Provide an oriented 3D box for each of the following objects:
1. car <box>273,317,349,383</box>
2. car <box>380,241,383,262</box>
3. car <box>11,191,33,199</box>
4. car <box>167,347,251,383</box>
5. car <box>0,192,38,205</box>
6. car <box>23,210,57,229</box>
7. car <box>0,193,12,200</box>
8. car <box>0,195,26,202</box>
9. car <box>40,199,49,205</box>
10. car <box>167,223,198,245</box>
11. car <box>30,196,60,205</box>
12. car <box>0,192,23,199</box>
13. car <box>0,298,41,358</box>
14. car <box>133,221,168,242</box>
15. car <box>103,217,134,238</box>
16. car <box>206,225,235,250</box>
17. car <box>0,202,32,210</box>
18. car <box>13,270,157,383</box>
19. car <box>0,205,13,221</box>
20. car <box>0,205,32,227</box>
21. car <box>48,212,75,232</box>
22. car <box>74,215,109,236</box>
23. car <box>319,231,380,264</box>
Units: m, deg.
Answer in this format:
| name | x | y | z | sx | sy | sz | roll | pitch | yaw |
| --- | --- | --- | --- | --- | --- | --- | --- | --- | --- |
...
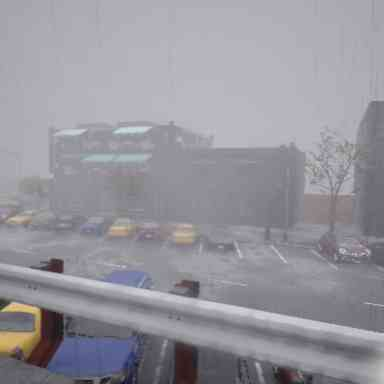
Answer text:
| name | x | y | z | sx | sy | sz | roll | pitch | yaw |
| --- | --- | --- | --- | --- | --- | --- | --- | --- | --- |
| car | 3.226 | 4.300 | 7.402 | 2.185 | 1.767 | 4.553 | 1 | 4 | 3 |
| car | 13.095 | 3.903 | 21.583 | 2.231 | 1.521 | 4.892 | 1 | 2 | 3 |
| car | -42.722 | 0.815 | 83.589 | 4.553 | 1.767 | 2.185 | 1 | 1 | 2 |
| car | 0.442 | 4.335 | 8.593 | 2.163 | 1.488 | 4.792 | 1 | 4 | 3 |
| car | -32.030 | 1.527 | 61.868 | 5.566 | 2.045 | 2.435 | 3 | 1 | 2 |
| car | -14.131 | 2.729 | 33.140 | 2.231 | 1.521 | 4.892 | 2 | 2 | 3 |
| car | -45.140 | 1.030 | 77.709 | 4.792 | 1.488 | 2.163 | 1 | 1 | 2 |
| car | -33.038 | 1.796 | 59.068 | 5.366 | 1.575 | 1.946 | 3 | 1 | 2 |
| car | -30.918 | 1.797 | 64.658 | 4.674 | 1.452 | 2.002 | 3 | 2 | 2 |
| car | -0.518 | 3.305 | 27.544 | 1.946 | 1.575 | 5.366 | 1 | 2 | 3 |
| car | -29.757 | 1.731 | 67.451 | 5.008 | 1.535 | 2.097 | 3 | 2 | 2 |
| car | -43.911 | 0.842 | 80.845 | 4.553 | 1.767 | 2.185 | 1 | 1 | 2 |
| car | -5.114 | 4.053 | 11.105 | 1.946 | 1.575 | 5.366 | 1 | 4 | 3 |
| car | -3.237 | 3.198 | 28.514 | 2.097 | 1.535 | 5.008 | 1 | 2 | 3 |
| car | -5.960 | 3.070 | 29.855 | 1.946 | 1.575 | 5.366 | 1 | 2 | 3 |
| car | 2.208 | 3.464 | 26.179 | 2.163 | 1.488 | 4.792 | 2 | 2 | 3 |
| car | -19.562 | 2.367 | 35.473 | 2.185 | 1.767 | 4.553 | 2 | 2 | 3 |
| car | -2.337 | 3.939 | 9.694 | 2.435 | 2.045 | 5.566 | 1 | 4 | 3 |
| car | -22.289 | 2.377 | 36.607 | 2.231 | 1.521 | 4.892 | 2 | 2 | 3 |
| car | -16.850 | 2.615 | 34.108 | 1.946 | 1.575 | 5.366 | 2 | 2 | 3 |
| car | -11.410 | 2.874 | 32.011 | 2.163 | 1.488 | 4.792 | 1 | 2 | 3 |
| car | -8.692 | 2.963 | 30.826 | 2.097 | 1.535 | 5.008 | 2 | 2 | 3 |
| car | 10.374 | 3.658 | 22.766 | 2.185 | 1.767 | 4.553 | 2 | 2 | 3 |
